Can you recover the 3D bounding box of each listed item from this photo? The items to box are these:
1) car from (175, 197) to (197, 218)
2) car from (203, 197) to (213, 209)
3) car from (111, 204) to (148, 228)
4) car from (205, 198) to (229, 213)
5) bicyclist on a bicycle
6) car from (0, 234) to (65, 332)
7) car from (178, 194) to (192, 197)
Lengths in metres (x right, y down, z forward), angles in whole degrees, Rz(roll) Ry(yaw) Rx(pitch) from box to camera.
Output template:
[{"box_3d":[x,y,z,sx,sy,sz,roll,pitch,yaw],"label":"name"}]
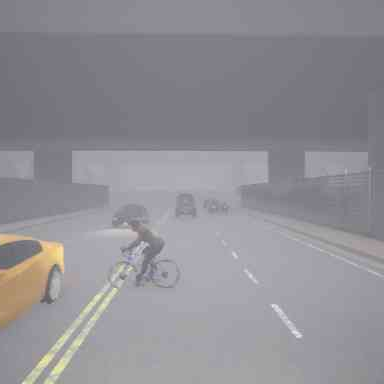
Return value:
[{"box_3d":[-0.571,1.491,30.597,2.128,1.511,4.902,0,0,-1],"label":"car"},{"box_3d":[2.561,1.478,46.455,1.882,1.535,5.008,0,0,-1],"label":"car"},{"box_3d":[-4.080,1.547,22.752,2.033,1.411,5.357,0,0,-1],"label":"car"},{"box_3d":[2.796,1.601,36.426,1.895,1.301,4.718,0,0,-1],"label":"car"},{"box_3d":[-1.123,1.455,7.652,1.656,1.620,0.582,-2,0,-1],"label":"bicyclist on a bicycle"},{"box_3d":[-3.689,1.478,5.316,1.882,1.535,5.008,0,0,-1],"label":"car"},{"box_3d":[-0.862,1.221,42.880,2.150,2.045,5.566,0,0,-1],"label":"car"}]
